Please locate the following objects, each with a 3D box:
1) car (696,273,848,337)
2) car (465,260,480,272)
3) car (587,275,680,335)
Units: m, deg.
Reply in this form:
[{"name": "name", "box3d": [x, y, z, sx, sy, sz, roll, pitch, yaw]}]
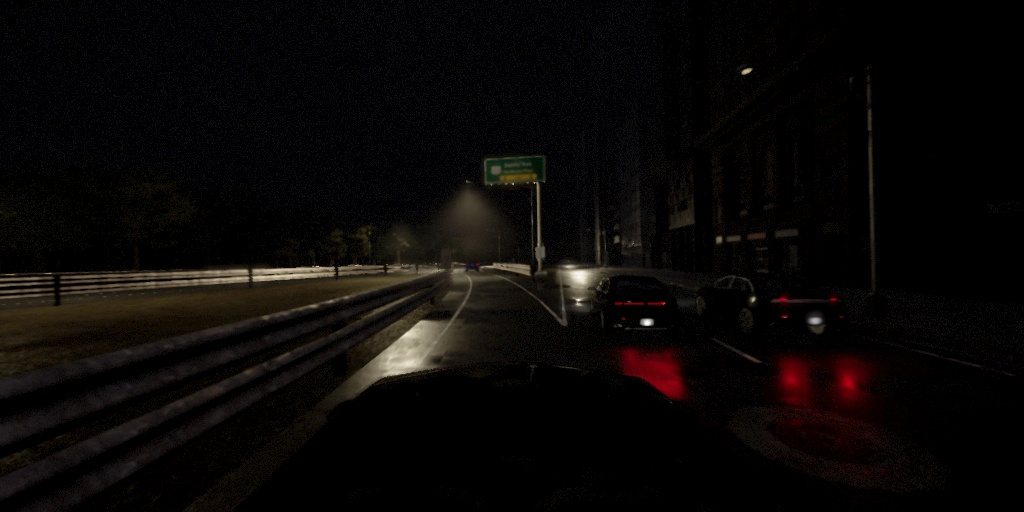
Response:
[{"name": "car", "box3d": [6.900, 1.225, 10.210, 2.128, 1.511, 4.902, -1, -1, 7]}, {"name": "car", "box3d": [-6.611, 1.655, 60.147, 2.150, 2.045, 5.566, -1, -1, -8]}, {"name": "car", "box3d": [3.435, 1.313, 10.717, 1.837, 1.490, 4.892, -1, -1, 7]}]
